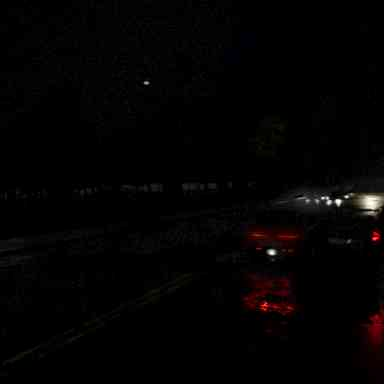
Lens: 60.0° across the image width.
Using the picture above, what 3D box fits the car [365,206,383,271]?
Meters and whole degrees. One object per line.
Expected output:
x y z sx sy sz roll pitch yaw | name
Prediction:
6.242 1.128 9.648 2.097 1.767 4.553 -1 1 29 | car

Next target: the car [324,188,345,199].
23.749 0.510 55.192 1.895 1.301 4.718 -1 1 29 | car

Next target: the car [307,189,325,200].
20.884 0.444 56.730 1.882 1.535 5.008 -1 1 29 | car

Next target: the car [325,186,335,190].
28.557 0.059 70.548 2.128 1.511 4.902 -1 1 29 | car

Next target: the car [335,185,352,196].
31.432 -0.046 69.034 1.882 1.535 5.008 -1 1 29 | car

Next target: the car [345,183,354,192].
38.938 -1.088 82.674 2.150 2.045 5.566 -1 1 29 | car

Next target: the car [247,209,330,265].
3.340 1.338 11.153 1.837 1.490 4.892 -1 1 29 | car
